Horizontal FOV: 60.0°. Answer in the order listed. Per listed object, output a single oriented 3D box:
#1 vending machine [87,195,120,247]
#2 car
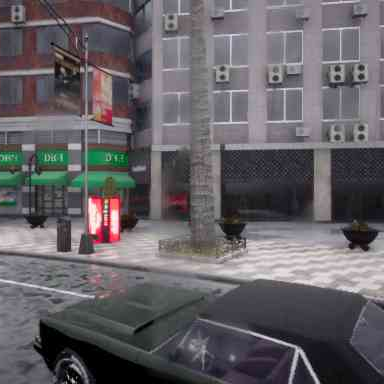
[{"bbox_3d":[-3.733,1.195,14.134,0.880,2.100,1.100,0,0,24],"label":"vending machine"},{"bbox_3d":[0.544,1.601,3.236,4.718,1.301,1.895,0,0,34],"label":"car"}]
